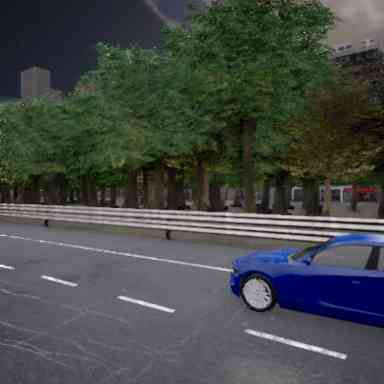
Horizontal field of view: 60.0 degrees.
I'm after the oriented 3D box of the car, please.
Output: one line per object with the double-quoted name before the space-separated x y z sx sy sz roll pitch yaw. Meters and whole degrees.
"car" 3.054 1.496 5.989 5.008 1.535 1.882 0 0 36
